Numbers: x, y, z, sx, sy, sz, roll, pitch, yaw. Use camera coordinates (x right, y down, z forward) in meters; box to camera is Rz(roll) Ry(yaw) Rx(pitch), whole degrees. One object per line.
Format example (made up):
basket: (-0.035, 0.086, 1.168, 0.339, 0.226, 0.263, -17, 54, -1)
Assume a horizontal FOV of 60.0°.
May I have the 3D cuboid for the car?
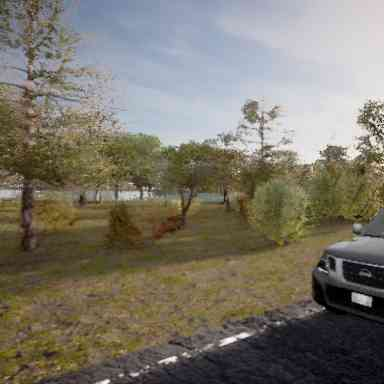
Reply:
car: (4.725, 1.226, 6.453, 5.566, 2.045, 2.150, 0, 0, -35)
